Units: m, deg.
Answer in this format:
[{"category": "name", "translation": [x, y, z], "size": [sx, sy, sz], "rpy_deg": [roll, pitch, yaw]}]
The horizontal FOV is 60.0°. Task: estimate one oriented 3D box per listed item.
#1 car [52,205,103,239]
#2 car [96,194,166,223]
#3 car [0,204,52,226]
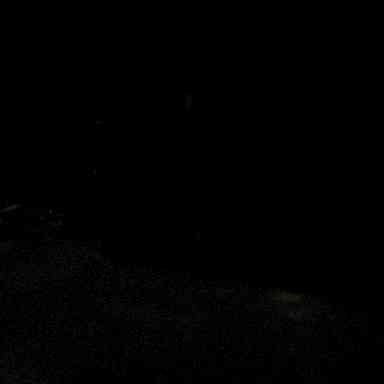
[{"category": "car", "translation": [-4.470, 1.544, 17.076], "size": [2.008, 1.369, 4.403], "rpy_deg": [1, 0, 36]}, {"category": "car", "translation": [-4.746, 1.188, 26.799], "size": [2.150, 2.045, 5.566], "rpy_deg": [1, 0, 36]}, {"category": "car", "translation": [-11.378, 1.425, 22.072], "size": [1.802, 1.307, 4.206], "rpy_deg": [1, 0, 36]}]
